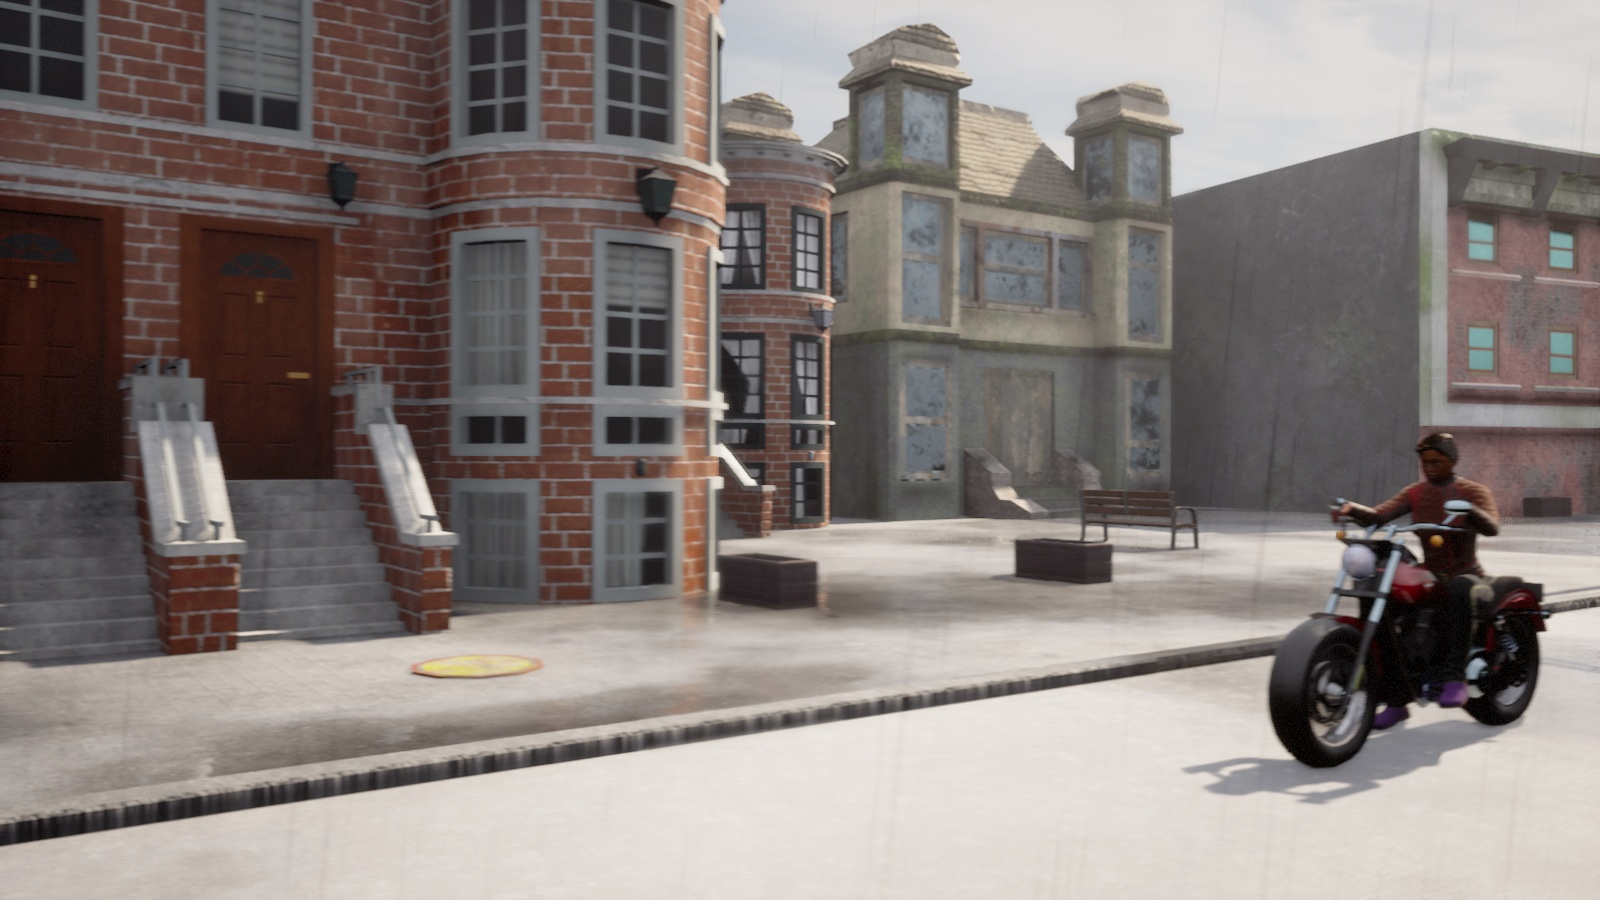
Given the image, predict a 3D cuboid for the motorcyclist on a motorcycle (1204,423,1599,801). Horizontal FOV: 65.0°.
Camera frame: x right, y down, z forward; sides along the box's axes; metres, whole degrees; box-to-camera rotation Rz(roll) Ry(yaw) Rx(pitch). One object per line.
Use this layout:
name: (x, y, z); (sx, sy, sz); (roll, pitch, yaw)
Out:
motorcyclist on a motorcycle: (3.154, 0.704, 6.462); (2.350, 1.649, 0.766); (0, 0, -35)
